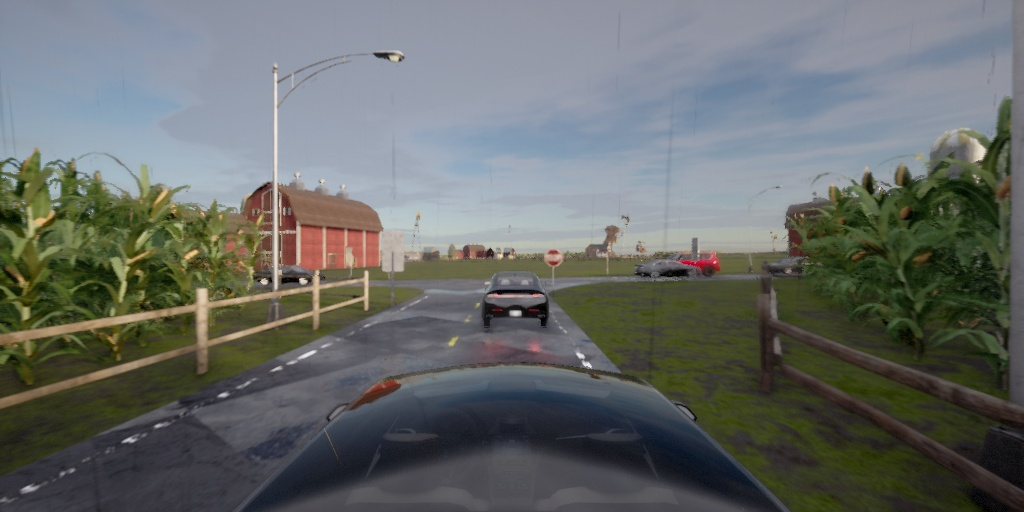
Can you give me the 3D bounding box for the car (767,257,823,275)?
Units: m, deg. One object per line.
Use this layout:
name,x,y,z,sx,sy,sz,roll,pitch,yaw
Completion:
car,24.318,0.814,30.900,4.892,1.490,1.837,-1,0,-7

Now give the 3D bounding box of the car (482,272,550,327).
car,0.095,1.236,11.498,2.128,1.511,4.902,0,0,0

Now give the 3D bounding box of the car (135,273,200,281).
car,-27.696,1.705,28.715,5.357,1.411,2.033,-1,-1,8

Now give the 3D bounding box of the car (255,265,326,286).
car,-16.897,1.456,27.488,5.008,1.535,1.882,-1,-1,5

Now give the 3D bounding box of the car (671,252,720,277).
car,14.384,0.703,30.009,5.566,2.045,2.150,-1,0,-4

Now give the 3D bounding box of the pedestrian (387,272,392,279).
pedestrian,-11.218,1.220,32.926,0.375,1.860,0.375,0,0,4

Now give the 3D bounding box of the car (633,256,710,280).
car,11.624,0.998,26.850,4.902,1.511,2.128,-1,-1,-4
